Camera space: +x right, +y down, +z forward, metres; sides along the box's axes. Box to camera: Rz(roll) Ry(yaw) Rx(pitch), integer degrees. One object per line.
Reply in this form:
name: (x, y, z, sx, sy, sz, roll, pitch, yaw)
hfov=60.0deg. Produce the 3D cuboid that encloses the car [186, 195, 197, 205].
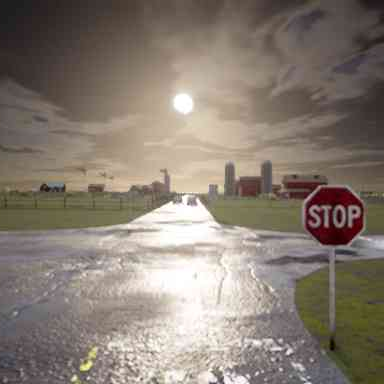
car: (-0.010, 1.590, 60.366, 2.033, 1.411, 5.357, 0, 0, 0)

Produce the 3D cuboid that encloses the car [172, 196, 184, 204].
car: (-2.763, 1.551, 65.785, 1.837, 1.490, 4.892, 0, 0, 0)

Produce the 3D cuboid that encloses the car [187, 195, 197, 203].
car: (-0.013, 1.410, 70.789, 1.882, 1.535, 5.008, 0, 0, 0)
